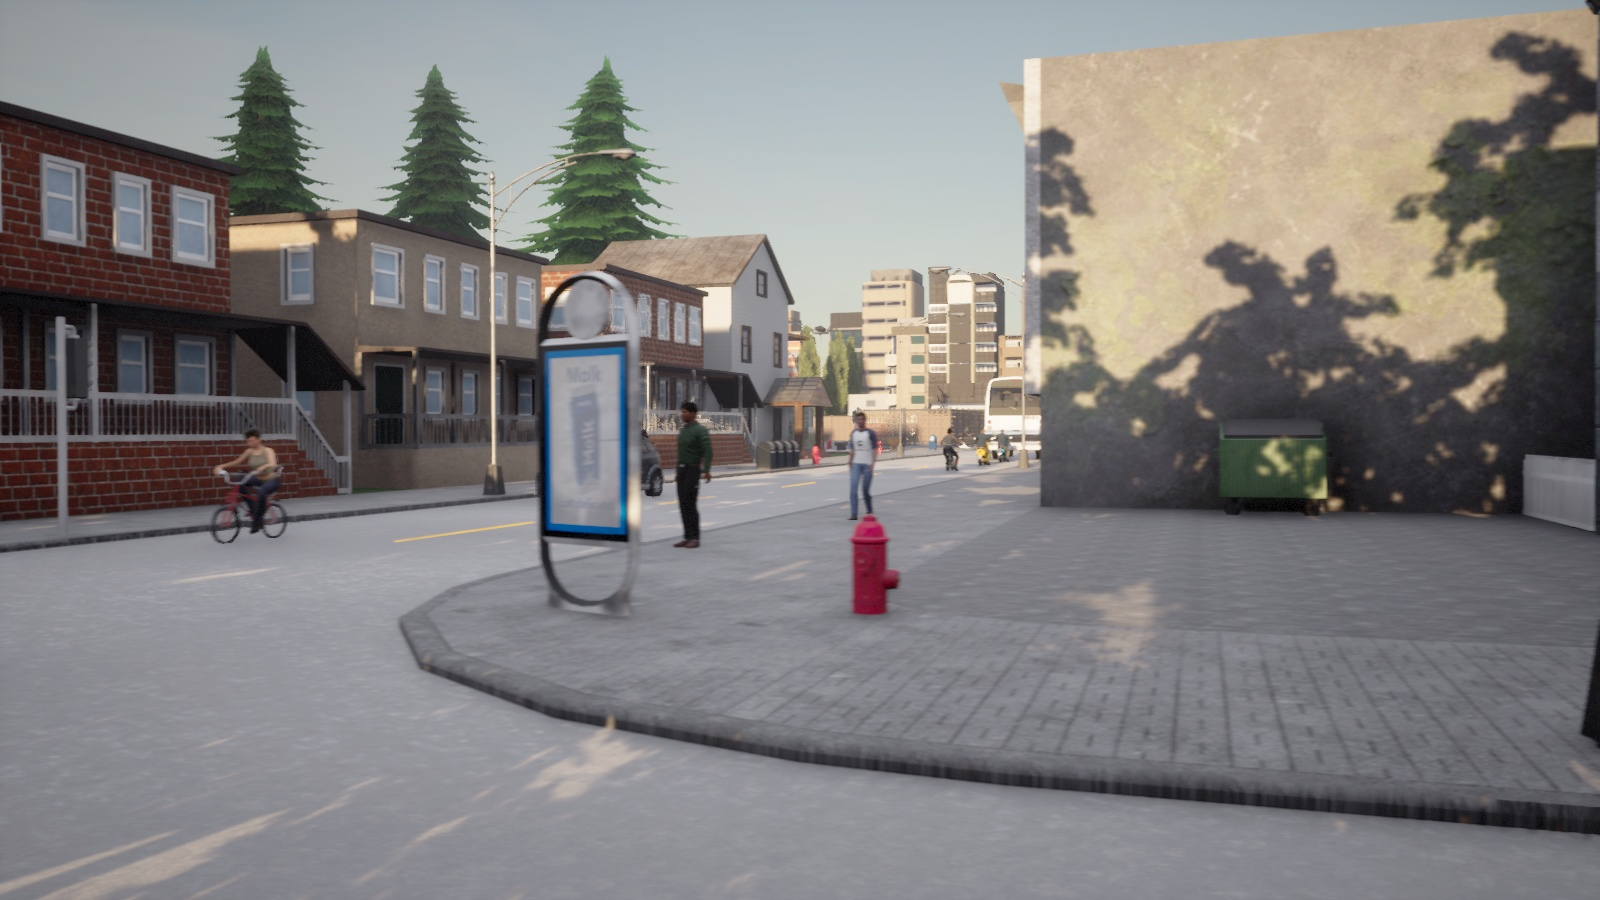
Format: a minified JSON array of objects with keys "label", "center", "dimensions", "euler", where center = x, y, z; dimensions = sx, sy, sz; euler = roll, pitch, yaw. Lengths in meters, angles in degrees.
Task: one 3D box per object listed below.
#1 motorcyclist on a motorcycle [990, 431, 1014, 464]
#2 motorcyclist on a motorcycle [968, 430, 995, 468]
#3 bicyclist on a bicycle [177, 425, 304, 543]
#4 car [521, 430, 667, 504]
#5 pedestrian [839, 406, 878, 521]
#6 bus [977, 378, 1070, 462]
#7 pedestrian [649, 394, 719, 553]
[{"label":"motorcyclist on a motorcycle","center":[9.688,-0.138,60.314],"dimensions":[0.866,1.590,1.817],"euler":[1,1,18]},{"label":"motorcyclist on a motorcycle","center":[7.947,-0.058,54.853],"dimensions":[0.866,1.590,1.817],"euler":[1,1,18]},{"label":"bicyclist on a bicycle","center":[-7.988,0.448,17.994],"dimensions":[0.866,1.612,1.509],"euler":[1,1,18]},{"label":"car","center":[-4.603,0.334,28.623],"dimensions":[1.789,1.549,3.705],"euler":[1,1,18]},{"label":"pedestrian","center":[0.958,0.216,20.473],"dimensions":[0.354,1.836,0.706],"euler":[1,1,28]},{"label":"bus","center":[12.385,-1.590,68.654],"dimensions":[3.944,4.253,10.273],"euler":[0,1,16]},{"label":"pedestrian","center":[-1.453,0.281,15.764],"dimensions":[0.788,1.949,0.423],"euler":[-1,1,-43]}]
